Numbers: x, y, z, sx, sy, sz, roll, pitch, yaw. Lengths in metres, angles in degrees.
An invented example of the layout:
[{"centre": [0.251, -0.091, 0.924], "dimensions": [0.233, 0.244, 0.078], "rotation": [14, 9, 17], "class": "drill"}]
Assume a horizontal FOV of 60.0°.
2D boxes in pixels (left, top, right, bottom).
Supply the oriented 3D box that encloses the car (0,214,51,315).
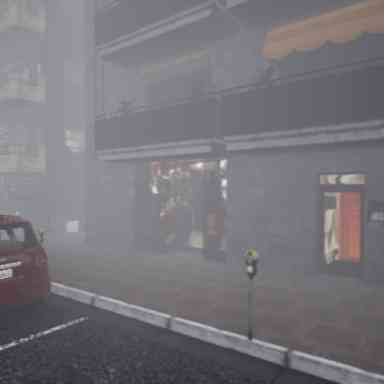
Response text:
[{"centre": [-4.787, 1.362, 6.519], "dimensions": [5.009, 1.841, 2.192], "rotation": [-1, 1, 37], "class": "car"}]
